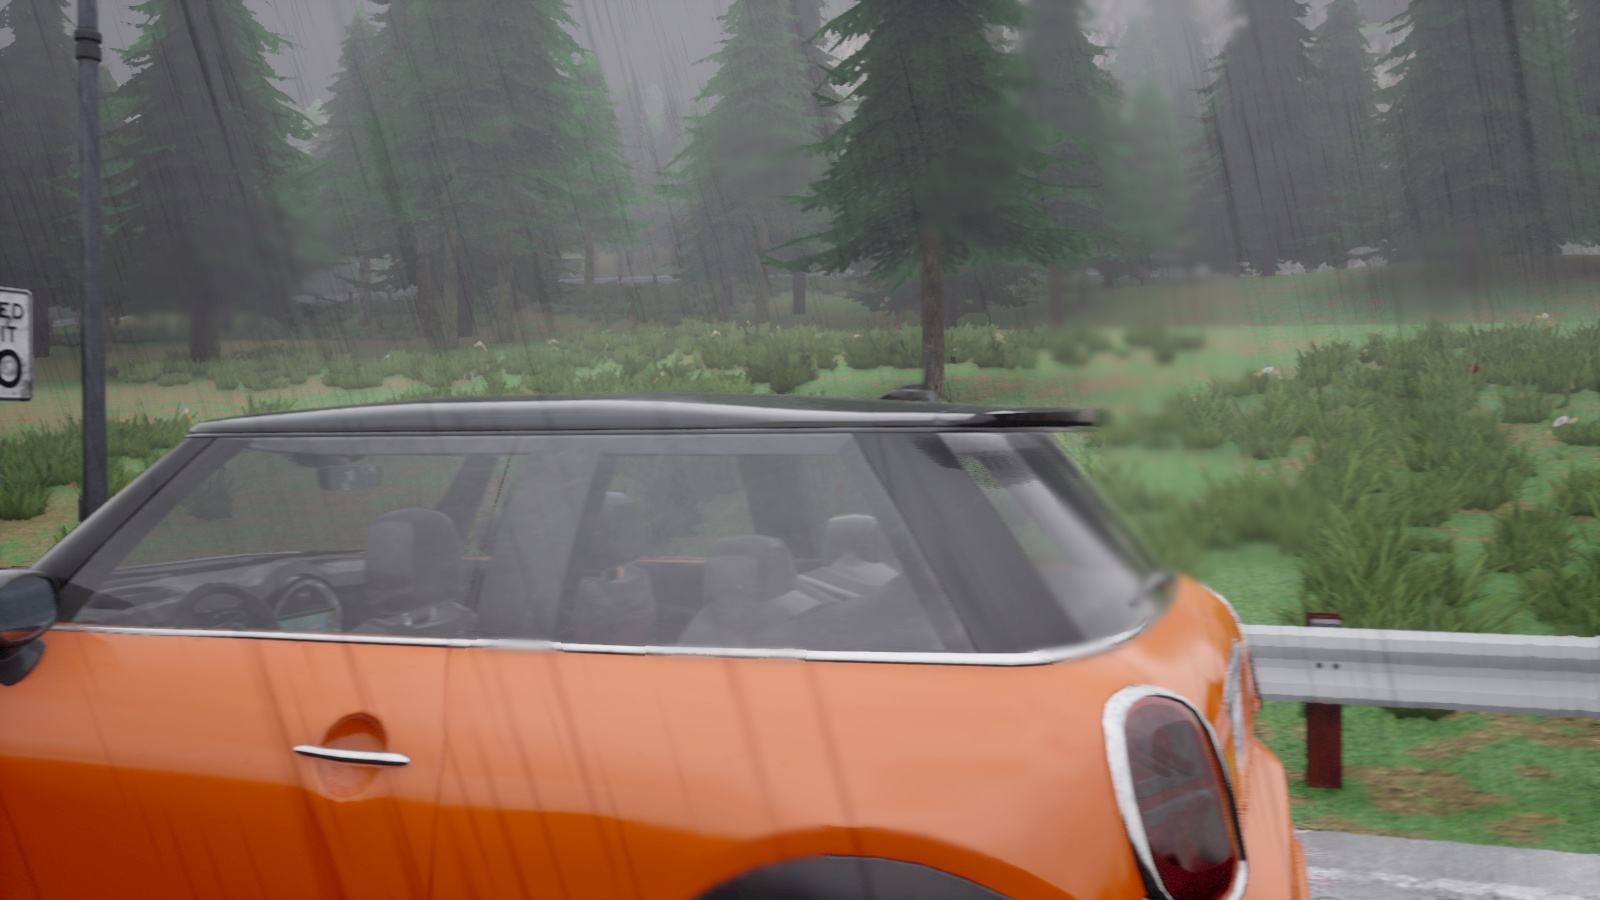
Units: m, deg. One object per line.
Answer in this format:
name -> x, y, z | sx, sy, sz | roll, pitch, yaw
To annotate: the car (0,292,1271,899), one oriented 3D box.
car -> -1.104, 0.636, 3.573 | 4.553, 1.767, 2.097 | 0, 1, 21
